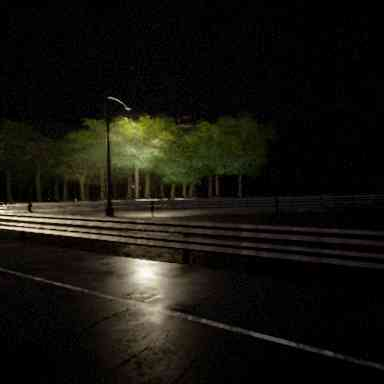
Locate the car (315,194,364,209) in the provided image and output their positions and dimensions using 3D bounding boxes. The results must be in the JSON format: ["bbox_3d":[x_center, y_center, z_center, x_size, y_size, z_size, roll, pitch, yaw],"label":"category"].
[{"bbox_3d":[14.801,0.946,33.403,4.892,1.490,1.837,-2,-1,-6],"label":"car"}]
